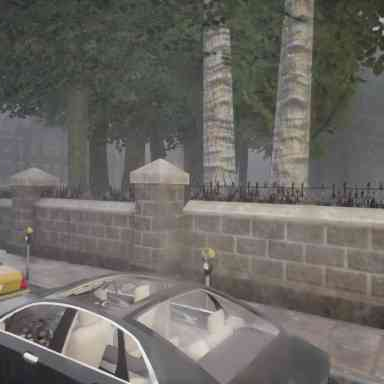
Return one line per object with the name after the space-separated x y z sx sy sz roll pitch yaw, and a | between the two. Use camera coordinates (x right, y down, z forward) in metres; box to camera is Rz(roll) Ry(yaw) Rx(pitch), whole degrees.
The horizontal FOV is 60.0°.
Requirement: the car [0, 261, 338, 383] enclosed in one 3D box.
-0.865 1.550 3.412 4.403 1.369 2.008 0 1 36 | car
